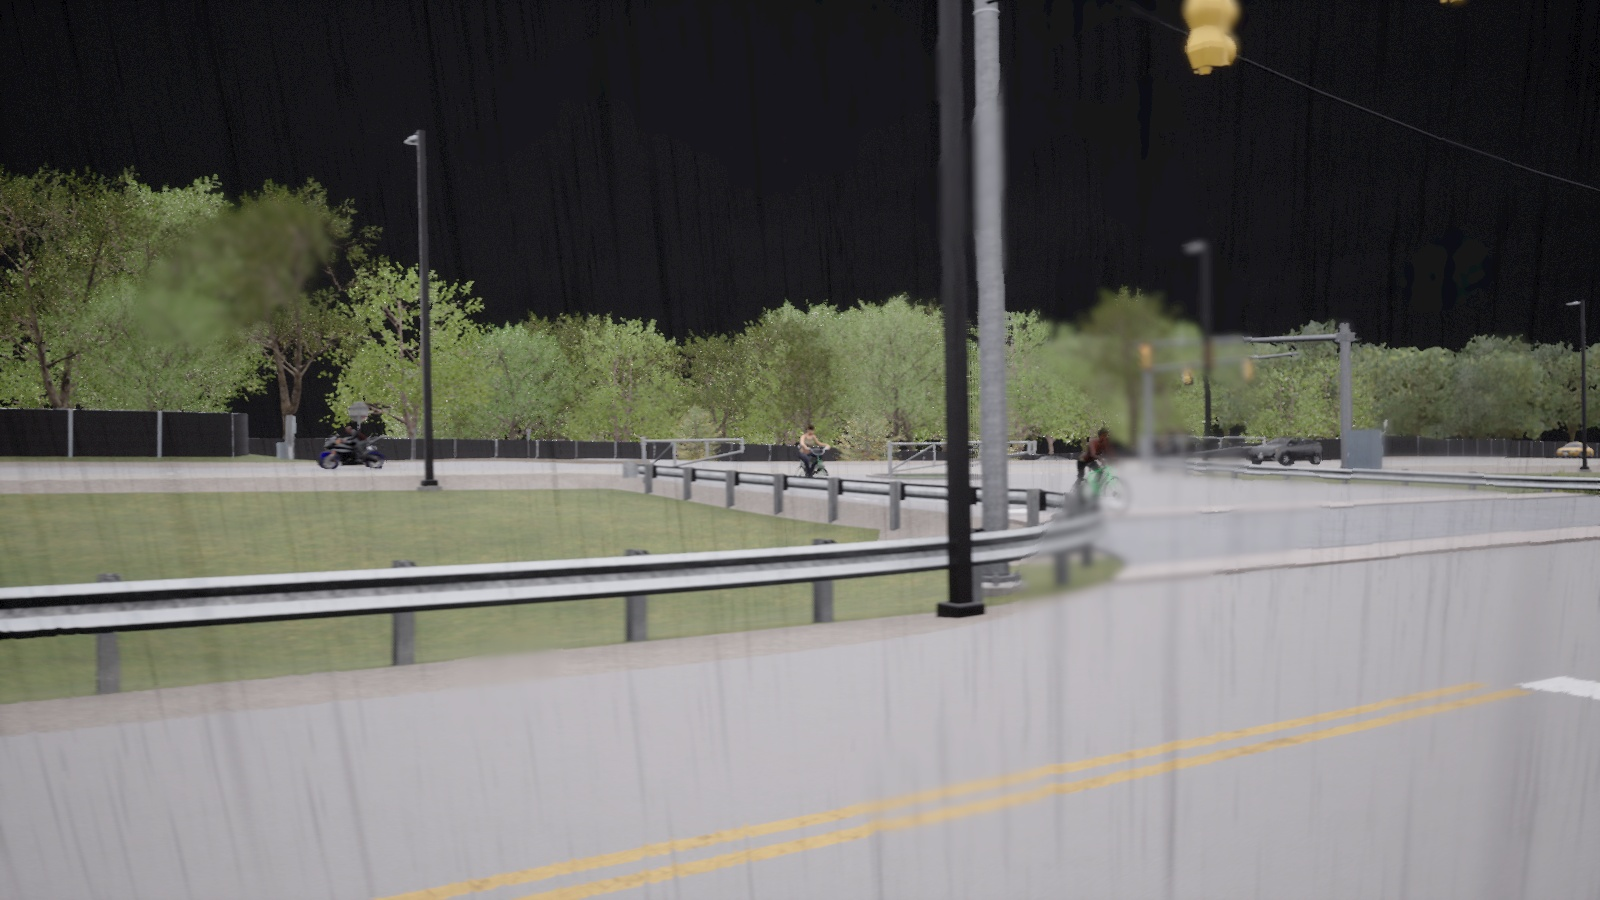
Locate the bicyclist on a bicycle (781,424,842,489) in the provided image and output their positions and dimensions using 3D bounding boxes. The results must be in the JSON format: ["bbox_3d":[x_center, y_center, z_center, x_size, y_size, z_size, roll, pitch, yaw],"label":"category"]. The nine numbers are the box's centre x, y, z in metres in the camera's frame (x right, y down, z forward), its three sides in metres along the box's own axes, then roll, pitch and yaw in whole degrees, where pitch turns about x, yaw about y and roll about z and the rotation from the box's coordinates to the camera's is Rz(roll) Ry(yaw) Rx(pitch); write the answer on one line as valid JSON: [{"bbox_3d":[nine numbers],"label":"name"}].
[{"bbox_3d":[0.283,0.153,32.331,0.866,1.612,1.509,0,2,-34],"label":"bicyclist on a bicycle"}]

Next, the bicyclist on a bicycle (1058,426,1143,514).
[{"bbox_3d":[5.723,0.407,23.988,0.582,1.620,1.656,0,-3,-27],"label":"bicyclist on a bicycle"}]

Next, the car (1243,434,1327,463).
[{"bbox_3d":[26.098,-0.081,67.508,4.514,1.525,2.007,0,0,-34],"label":"car"}]

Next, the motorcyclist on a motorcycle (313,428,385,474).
[{"bbox_3d":[-15.574,0.029,43.392,2.191,1.530,0.866,0,0,-36],"label":"motorcyclist on a motorcycle"}]
